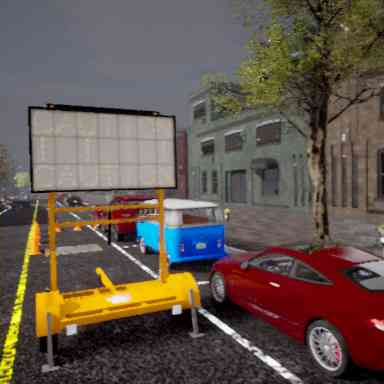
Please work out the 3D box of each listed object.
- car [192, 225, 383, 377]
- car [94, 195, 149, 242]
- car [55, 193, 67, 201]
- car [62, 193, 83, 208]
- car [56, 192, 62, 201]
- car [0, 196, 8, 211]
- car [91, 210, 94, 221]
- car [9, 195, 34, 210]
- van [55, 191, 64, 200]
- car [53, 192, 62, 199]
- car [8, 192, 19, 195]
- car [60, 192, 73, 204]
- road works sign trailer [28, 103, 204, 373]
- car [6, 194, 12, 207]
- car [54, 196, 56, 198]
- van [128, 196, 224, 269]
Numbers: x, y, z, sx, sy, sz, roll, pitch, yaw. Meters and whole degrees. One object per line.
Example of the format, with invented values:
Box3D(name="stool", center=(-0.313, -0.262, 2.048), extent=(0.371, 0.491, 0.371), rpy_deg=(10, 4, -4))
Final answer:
Box3D(name="car", center=(1.774, 1.422, 5.227), extent=(1.802, 1.307, 4.206), rpy_deg=(-3, 1, -25))
Box3D(name="car", center=(-2.851, 1.078, 15.312), extent=(2.192, 1.841, 5.009), rpy_deg=(-3, 1, -25))
Box3D(name="car", center=(-25.996, 0.897, 65.924), extent=(1.752, 1.417, 4.829), rpy_deg=(-3, 1, -25))
Box3D(name="car", center=(-14.383, 1.134, 40.544), extent=(1.947, 1.339, 4.313), rpy_deg=(-3, 1, -25))
Box3D(name="car", center=(-19.008, 0.805, 50.629), extent=(2.192, 1.841, 5.009), rpy_deg=(-3, 1, -25))
Box3D(name="car", center=(-22.000, 1.415, 37.059), extent=(1.802, 1.307, 4.206), rpy_deg=(-3, 1, -25))
Box3D(name="car", center=(-5.151, 1.306, 20.363), extent=(1.802, 1.307, 4.206), rpy_deg=(-3, 1, -25))
Box3D(name="car", center=(-20.329, 1.337, 39.777), extent=(1.895, 1.301, 4.718), rpy_deg=(-2, 1, -24))
Box3D(name="van", center=(-28.240, 0.674, 70.811), extent=(1.690, 1.788, 3.998), rpy_deg=(-3, 1, -25))
Box3D(name="car", center=(-32.920, 0.778, 81.060), extent=(1.752, 1.417, 4.829), rpy_deg=(-3, 1, -25))
Box3D(name="car", center=(-33.549, 0.952, 62.280), extent=(2.192, 1.841, 5.009), rpy_deg=(-3, 1, -25))
Box3D(name="car", center=(-16.762, 1.053, 45.743), extent=(1.752, 1.417, 4.829), rpy_deg=(-3, 1, -25))
Box3D(name="road works sign trailer", center=(-1.449, 0.377, 5.756), extent=(2.380, 3.560, 2.880), rpy_deg=(-2, 1, -24))
Box3D(name="car", center=(-24.309, 1.345, 42.104), extent=(2.008, 1.369, 4.403), rpy_deg=(-3, 1, -25))
Box3D(name="car", center=(-23.615, 0.994, 60.726), extent=(1.802, 1.307, 4.206), rpy_deg=(-3, 1, -25))
Box3D(name="van", center=(-0.543, 1.143, 10.267), extent=(1.690, 1.788, 3.998), rpy_deg=(-3, 1, -25))
